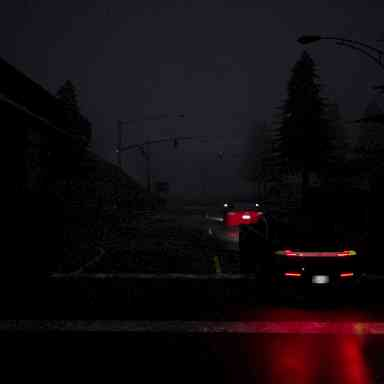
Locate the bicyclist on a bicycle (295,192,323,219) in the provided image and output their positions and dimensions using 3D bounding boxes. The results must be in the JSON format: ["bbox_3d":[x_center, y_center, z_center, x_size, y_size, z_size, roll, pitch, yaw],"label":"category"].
[{"bbox_3d":[6.590,0.852,18.778,1.656,1.620,0.582,0,1,2],"label":"bicyclist on a bicycle"}]

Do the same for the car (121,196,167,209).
[{"bbox_3d":[-4.999,1.025,34.652,4.718,1.301,1.895,-1,1,2],"label":"car"}]

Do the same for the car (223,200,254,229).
[{"bbox_3d":[2.739,1.137,18.194,1.994,1.385,4.181,-1,2,3],"label":"car"}]

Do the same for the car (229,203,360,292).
[{"bbox_3d":[2.298,1.247,8.248,2.128,1.511,4.902,0,2,1],"label":"car"}]
